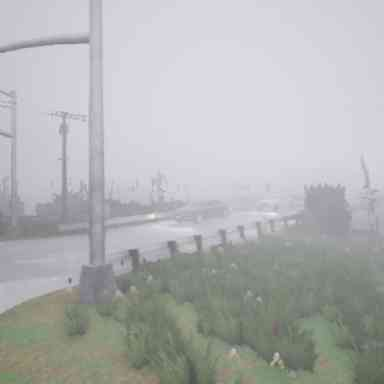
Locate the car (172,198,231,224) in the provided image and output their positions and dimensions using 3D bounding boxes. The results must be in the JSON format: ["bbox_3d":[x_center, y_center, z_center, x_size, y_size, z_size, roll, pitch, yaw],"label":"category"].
[{"bbox_3d":[0.734,1.223,22.428,1.837,1.490,4.892,-1,2,41],"label":"car"}]

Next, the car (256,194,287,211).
[{"bbox_3d":[7.590,0.933,30.081,1.812,1.442,4.674,-1,0,43],"label":"car"}]
